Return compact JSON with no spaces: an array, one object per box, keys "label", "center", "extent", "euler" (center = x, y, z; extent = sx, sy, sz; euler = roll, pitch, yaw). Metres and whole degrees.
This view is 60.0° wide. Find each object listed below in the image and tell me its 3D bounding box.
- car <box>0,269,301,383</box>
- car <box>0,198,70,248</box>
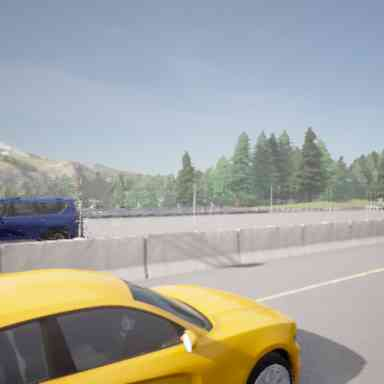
[{"label":"car","center":[-1.101,1.479,2.964],"extent":[5.008,1.535,1.882],"euler":[0,0,-35]},{"label":"car","center":[-6.804,1.213,12.037],"extent":[5.566,2.045,2.150],"euler":[1,0,-35]}]
